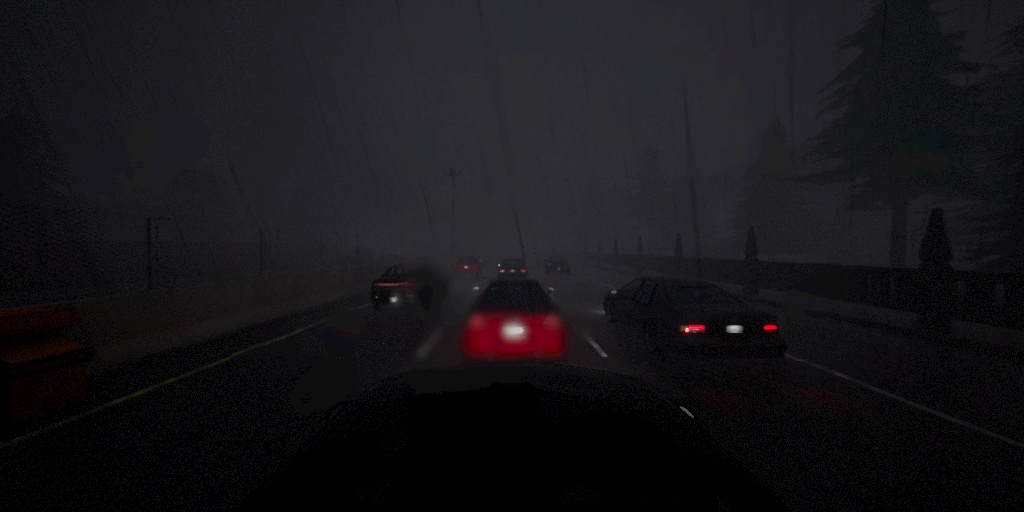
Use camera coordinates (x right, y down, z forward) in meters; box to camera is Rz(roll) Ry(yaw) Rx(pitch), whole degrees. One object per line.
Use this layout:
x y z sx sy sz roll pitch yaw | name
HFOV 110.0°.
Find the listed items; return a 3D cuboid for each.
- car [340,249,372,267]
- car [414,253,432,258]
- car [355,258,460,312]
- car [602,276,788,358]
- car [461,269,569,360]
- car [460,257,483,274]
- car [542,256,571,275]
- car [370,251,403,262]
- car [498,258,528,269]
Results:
-17.662 0.154 41.295 2.150 2.045 5.566 0 1 -1 | car
-10.731 0.390 42.894 2.128 1.511 4.902 0 1 -2 | car
-3.418 1.011 12.873 2.128 1.511 4.902 0 1 0 | car
3.562 1.163 8.230 2.033 1.411 5.357 0 1 0 | car
0.062 1.183 8.023 1.994 1.385 4.181 0 1 0 | car
-3.417 0.756 28.664 1.994 1.385 4.181 0 1 0 | car
3.585 0.709 29.117 1.812 1.442 4.674 0 1 0 | car
-14.156 0.473 41.576 2.033 1.411 5.357 0 1 -1 | car
0.063 0.853 23.196 2.033 1.411 5.357 0 1 0 | car
